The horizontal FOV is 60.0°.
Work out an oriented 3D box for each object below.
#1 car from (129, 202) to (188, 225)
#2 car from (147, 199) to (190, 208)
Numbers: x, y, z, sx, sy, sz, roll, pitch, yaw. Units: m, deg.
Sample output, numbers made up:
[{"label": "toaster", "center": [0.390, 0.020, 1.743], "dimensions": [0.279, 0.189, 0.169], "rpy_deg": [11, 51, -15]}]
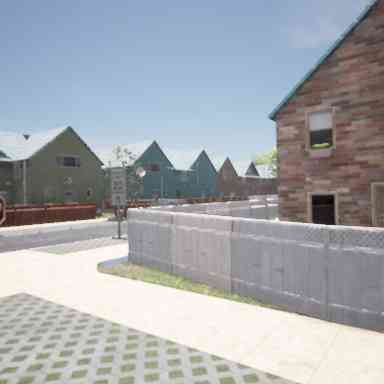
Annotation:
[{"label": "car", "center": [-2.339, 1.527, 24.417], "dimensions": [1.994, 1.385, 4.181], "rpy_deg": [-2, -1, 36]}, {"label": "car", "center": [-1.021, 1.248, 21.283], "dimensions": [2.097, 1.767, 4.553], "rpy_deg": [-2, -1, 36]}]
